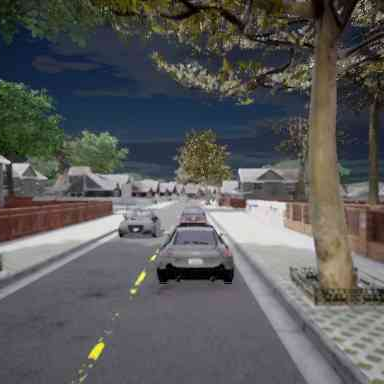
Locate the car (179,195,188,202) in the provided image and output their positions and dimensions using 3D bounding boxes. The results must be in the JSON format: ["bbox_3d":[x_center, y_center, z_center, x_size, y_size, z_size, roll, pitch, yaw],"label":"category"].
[{"bbox_3d":[-2.228,1.749,91.842,2.150,2.045,5.566,0,0,3],"label":"car"}]

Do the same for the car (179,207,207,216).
[{"bbox_3d":[0.092,1.730,22.995,2.033,1.411,5.357,0,0,0],"label":"car"}]

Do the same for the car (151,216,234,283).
[{"bbox_3d":[0.090,1.646,9.922,1.994,1.385,4.181,0,-1,0],"label":"car"}]

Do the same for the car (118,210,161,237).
[{"bbox_3d":[-2.835,1.715,18.762,1.994,1.385,4.181,0,0,0],"label":"car"}]
